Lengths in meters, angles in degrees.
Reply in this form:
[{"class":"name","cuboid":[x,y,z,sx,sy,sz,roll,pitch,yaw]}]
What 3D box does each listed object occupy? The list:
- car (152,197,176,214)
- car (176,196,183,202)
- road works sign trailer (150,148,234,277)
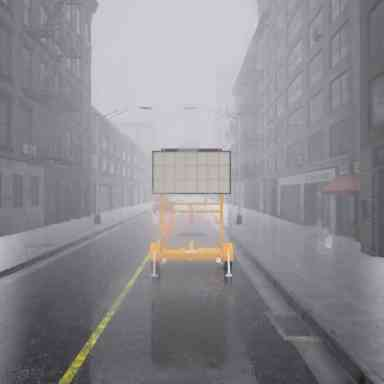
[{"class":"car","cuboid":[-3.148,1.387,36.455,2.097,1.767,4.553,0,0,0]},{"class":"car","cuboid":[-3.105,1.678,80.427,1.812,1.442,4.674,0,0,0]},{"class":"road works sign trailer","cuboid":[-0.012,0.467,10.273,2.380,3.560,2.880,0,0,0]}]
